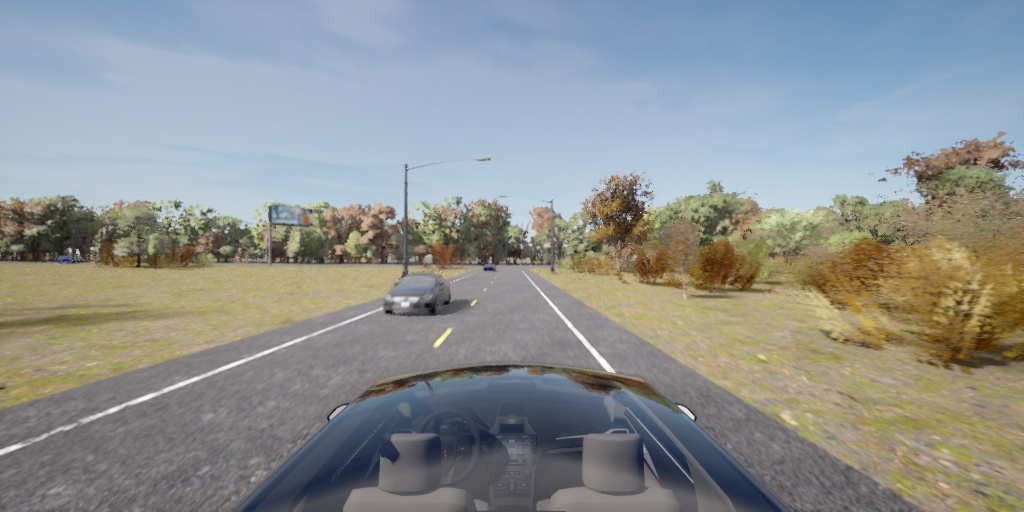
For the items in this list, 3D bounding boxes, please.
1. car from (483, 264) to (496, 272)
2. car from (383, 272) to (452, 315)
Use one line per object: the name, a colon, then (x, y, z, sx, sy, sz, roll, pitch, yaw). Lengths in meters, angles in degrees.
car: (-3.539, 1.854, 56.434, 1.895, 1.301, 4.718, 0, 0, 1)
car: (-3.595, 1.400, 14.400, 1.812, 1.442, 4.674, 0, -1, 0)
